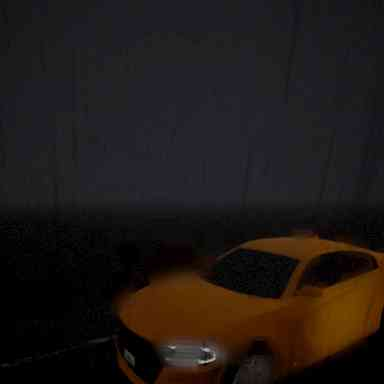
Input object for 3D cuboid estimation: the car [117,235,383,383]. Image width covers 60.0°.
[{"bbox_3d":[1.371,1.469,4.971,5.008,1.535,1.882,0,0,-36],"label":"car"}]
